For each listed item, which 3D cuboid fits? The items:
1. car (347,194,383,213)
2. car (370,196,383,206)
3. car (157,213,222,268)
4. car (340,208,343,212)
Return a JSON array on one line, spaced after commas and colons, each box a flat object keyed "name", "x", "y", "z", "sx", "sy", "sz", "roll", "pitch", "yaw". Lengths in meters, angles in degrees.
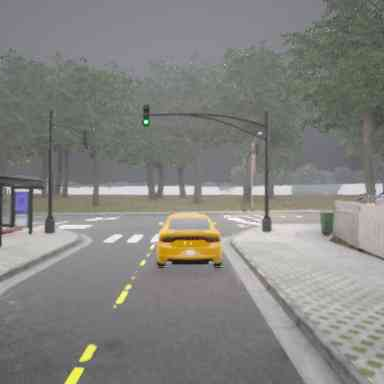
[{"name": "car", "x": 16.135, "y": 1.162, "z": 28.006, "sx": 5.008, "sy": 1.535, "sz": 1.882, "roll": -1, "pitch": -1, "yaw": -1}, {"name": "car", "x": 14.421, "y": 1.116, "z": 21.362, "sx": 4.674, "sy": 1.442, "sz": 1.812, "roll": -1, "pitch": -1, "yaw": 0}, {"name": "car", "x": -0.133, "y": 1.457, "z": 11.325, "sx": 1.882, "sy": 1.535, "sz": 5.008, "roll": 0, "pitch": 0, "yaw": -2}, {"name": "car", "x": 16.430, "y": 1.093, "z": 31.264, "sx": 4.553, "sy": 1.767, "sz": 2.097, "roll": -1, "pitch": -1, "yaw": -1}]
